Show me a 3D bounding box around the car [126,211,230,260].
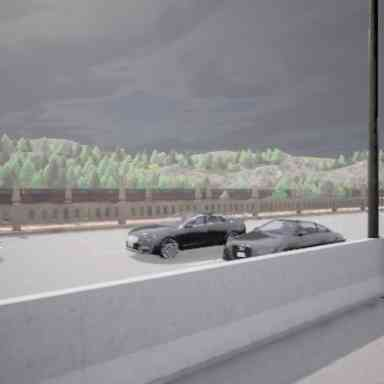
[{"bbox_3d":[-0.055,1.492,12.557,4.902,1.511,2.128,0,0,-36],"label":"car"}]

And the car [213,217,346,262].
[{"bbox_3d":[2.994,1.564,10.436,4.181,1.385,1.994,0,0,-36],"label":"car"}]
